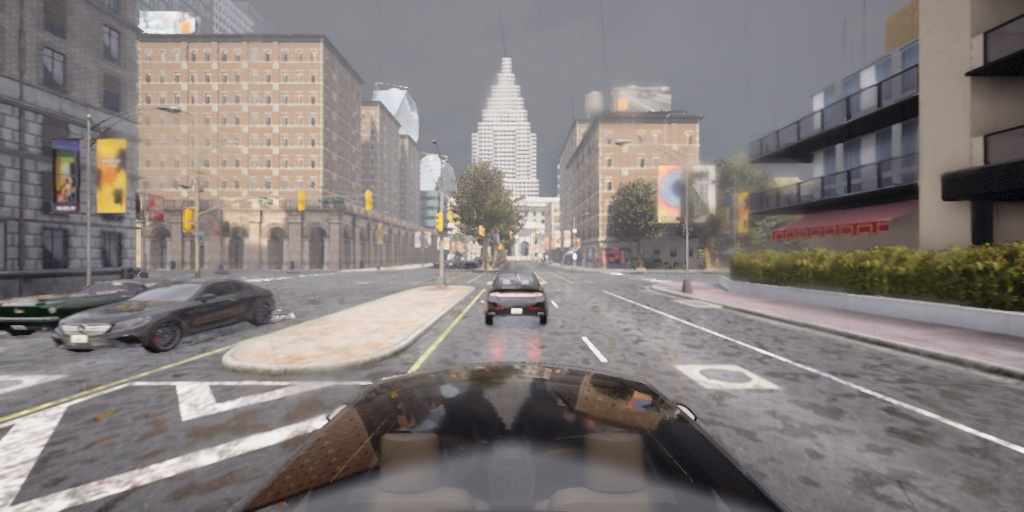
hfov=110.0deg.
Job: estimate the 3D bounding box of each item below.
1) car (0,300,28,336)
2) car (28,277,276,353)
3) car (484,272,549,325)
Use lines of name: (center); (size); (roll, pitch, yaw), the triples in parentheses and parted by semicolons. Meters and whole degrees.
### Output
car: (-11.522, 1.368, 10.601); (1.895, 1.301, 4.718); (0, 0, 1)
car: (-8.039, 1.289, 9.008); (1.812, 1.442, 4.674); (0, 0, 1)
car: (0.129, 1.261, 11.982); (2.128, 1.511, 4.902); (0, 0, 0)
